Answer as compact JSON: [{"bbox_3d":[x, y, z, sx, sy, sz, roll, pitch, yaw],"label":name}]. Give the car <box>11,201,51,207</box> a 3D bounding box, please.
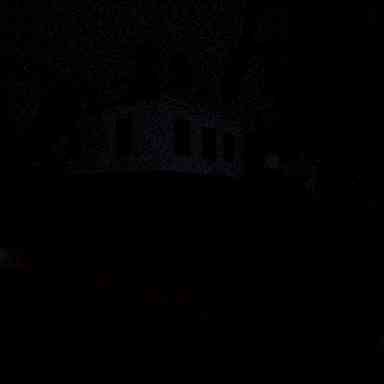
[{"bbox_3d":[-14.724,1.528,29.203,2.033,1.411,5.357,0,0,29],"label":"car"}]
